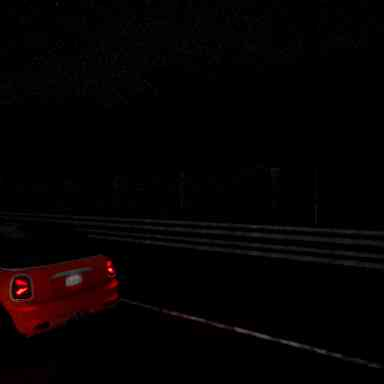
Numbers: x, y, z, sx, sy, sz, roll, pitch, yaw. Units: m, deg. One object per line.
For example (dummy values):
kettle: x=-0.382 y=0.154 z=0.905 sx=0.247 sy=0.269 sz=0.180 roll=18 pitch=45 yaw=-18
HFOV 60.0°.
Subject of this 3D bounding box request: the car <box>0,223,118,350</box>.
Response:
car: x=-3.580 y=1.423 z=6.550 sx=4.553 sy=1.767 sz=2.097 roll=0 pitch=0 yaw=37
